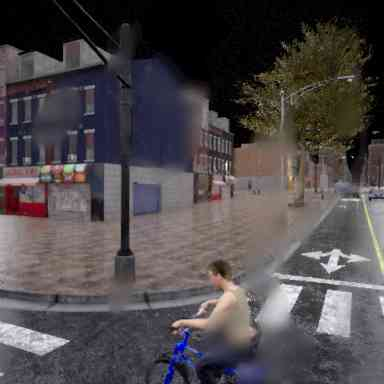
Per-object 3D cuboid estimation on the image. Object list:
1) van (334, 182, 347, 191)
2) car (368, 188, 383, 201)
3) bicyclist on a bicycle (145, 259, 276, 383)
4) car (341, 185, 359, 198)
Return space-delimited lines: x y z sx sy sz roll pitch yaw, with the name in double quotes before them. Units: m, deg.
"van" 29.468 -0.973 66.724 1.690 1.788 3.998 2 3 26
"car" 22.008 0.278 39.509 2.033 1.411 5.357 0 3 27
"bicyclist on a bicycle" 0.188 1.464 3.253 1.509 1.612 0.866 0 -3 26
"car" 21.307 0.093 44.384 1.895 1.301 4.718 0 3 26
